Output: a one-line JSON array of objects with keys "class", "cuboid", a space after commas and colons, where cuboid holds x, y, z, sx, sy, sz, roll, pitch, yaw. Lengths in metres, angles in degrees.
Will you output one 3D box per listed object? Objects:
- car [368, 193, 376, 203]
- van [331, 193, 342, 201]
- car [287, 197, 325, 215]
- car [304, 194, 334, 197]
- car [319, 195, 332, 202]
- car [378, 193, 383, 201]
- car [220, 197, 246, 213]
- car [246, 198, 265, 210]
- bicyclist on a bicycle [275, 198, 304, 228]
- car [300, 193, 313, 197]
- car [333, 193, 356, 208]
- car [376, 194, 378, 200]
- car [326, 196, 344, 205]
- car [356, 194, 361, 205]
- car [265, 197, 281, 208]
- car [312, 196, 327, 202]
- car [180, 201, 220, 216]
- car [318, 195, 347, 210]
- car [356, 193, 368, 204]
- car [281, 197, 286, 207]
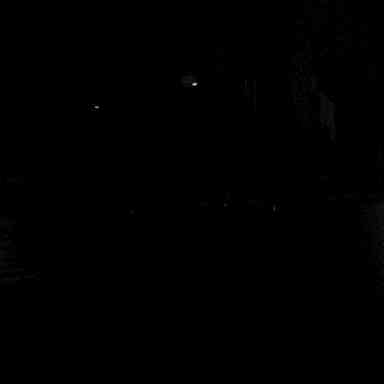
[{"class": "car", "cuboid": [33.321, 1.100, 63.899, 2.192, 1.841, 5.009, 0, 0, 35]}, {"class": "van", "cuboid": [35.966, 1.187, 82.667, 1.690, 1.788, 3.998, -1, 0, 35]}, {"class": "car", "cuboid": [10.820, 1.425, 31.468, 1.947, 1.339, 4.313, 0, 0, 35]}, {"class": "car", "cuboid": [17.398, 1.337, 45.456, 2.128, 1.511, 4.902, -1, 0, 35]}, {"class": "car", "cuboid": [29.538, 1.428, 73.398, 1.802, 1.307, 4.206, 0, 0, 35]}, {"class": "car", "cuboid": [42.965, 1.359, 77.795, 1.802, 1.307, 4.206, -1, 0, 35]}, {"class": "car", "cuboid": [3.818, 1.367, 36.332, 1.967, 1.590, 4.097, 0, 0, 35]}, {"class": "car", "cuboid": [7.034, 1.495, 40.965, 1.802, 1.307, 4.206, 0, 0, 35]}, {"class": "bicyclist on a bicycle", "cuboid": [5.339, 1.177, 18.373, 1.656, 1.620, 0.582, -1, 0, 35]}, {"class": "car", "cuboid": [19.893, 1.416, 59.499, 1.887, 1.381, 4.507, 0, 0, 35]}, {"class": "car", "cuboid": [20.463, 1.137, 45.368, 2.192, 1.841, 5.009, 0, 0, 35]}, {"class": "car", "cuboid": [36.633, 1.303, 68.670, 1.752, 1.417, 4.829, -1, 0, 35]}, {"class": "car", "cuboid": [23.261, 1.354, 53.908, 1.812, 1.442, 4.674, -1, 0, 35]}, {"class": "car", "cuboid": [23.678, 1.378, 49.999, 1.947, 1.339, 4.313, 0, 0, 35]}, {"class": "car", "cuboid": [10.152, 1.427, 45.458, 1.752, 1.417, 4.829, 0, 0, 35]}, {"class": "car", "cuboid": [26.324, 1.419, 68.766, 1.947, 1.339, 4.313, 0, 0, 35]}, {"class": "car", "cuboid": [0.605, 1.525, 31.699, 1.802, 1.307, 4.206, 0, 0, 35]}, {"class": "car", "cuboid": [17.249, 1.378, 40.734, 1.887, 1.381, 4.507, 0, 0, 35]}, {"class": "car", "cuboid": [26.891, 1.118, 54.633, 2.192, 1.841, 5.009, 0, 0, 35]}, {"class": "car", "cuboid": [13.464, 1.456, 50.233, 1.947, 1.339, 4.313, 0, 0, 35]}]
